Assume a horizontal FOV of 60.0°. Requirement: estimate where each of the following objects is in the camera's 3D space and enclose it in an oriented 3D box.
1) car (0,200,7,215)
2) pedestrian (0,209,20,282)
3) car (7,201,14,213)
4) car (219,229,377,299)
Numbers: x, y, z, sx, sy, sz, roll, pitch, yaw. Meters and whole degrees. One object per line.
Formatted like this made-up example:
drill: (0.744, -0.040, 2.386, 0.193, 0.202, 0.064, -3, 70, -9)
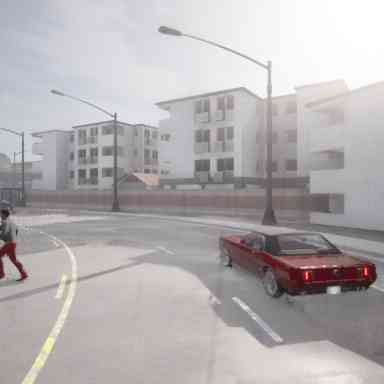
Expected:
car: (-18.705, 1.505, 29.446, 4.892, 1.490, 1.837, 0, 0, 36)
pedestrian: (-4.571, 1.294, 8.269, 0.375, 1.860, 0.375, 0, 0, -18)
car: (-20.621, 1.526, 35.191, 4.674, 1.442, 1.812, 0, 0, 36)
car: (2.214, 1.601, 8.571, 1.895, 1.301, 4.718, 0, 0, -14)
